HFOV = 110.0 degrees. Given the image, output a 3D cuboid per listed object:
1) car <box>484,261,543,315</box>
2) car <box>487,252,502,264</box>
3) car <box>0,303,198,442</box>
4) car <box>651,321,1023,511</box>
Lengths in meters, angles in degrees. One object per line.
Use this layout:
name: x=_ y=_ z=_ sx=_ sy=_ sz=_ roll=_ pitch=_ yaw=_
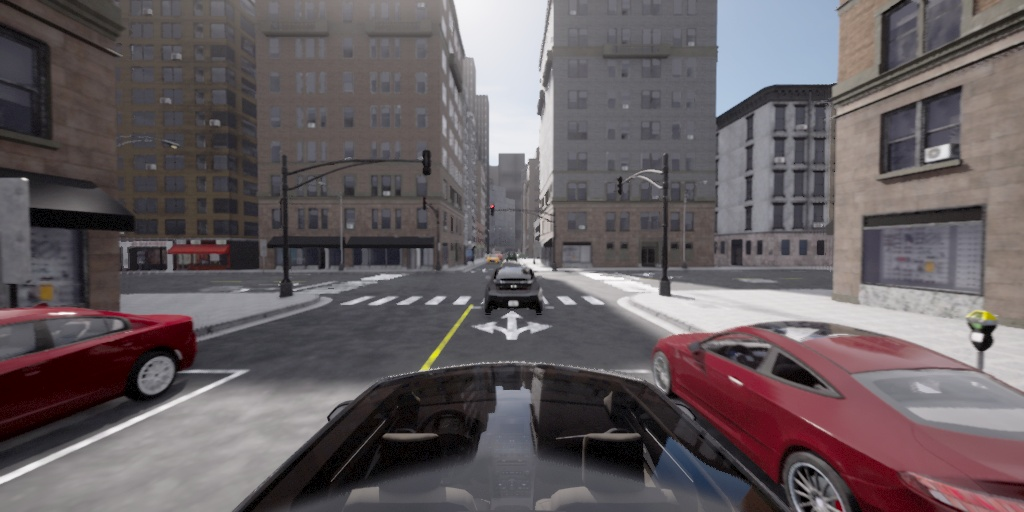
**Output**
car: x=0.064 y=1.109 z=12.860 sx=1.837 sy=1.490 sz=4.892 roll=0 pitch=1 yaw=1
car: x=-3.102 y=0.511 z=58.758 sx=1.882 sy=1.535 sz=5.008 roll=0 pitch=1 yaw=0
car: x=-5.668 y=1.270 z=3.600 sx=1.888 sy=1.381 sz=4.507 roll=0 pitch=0 yaw=0
car: x=2.877 y=1.307 z=3.601 sx=1.802 sy=1.307 sz=4.207 roll=0 pitch=0 yaw=0
